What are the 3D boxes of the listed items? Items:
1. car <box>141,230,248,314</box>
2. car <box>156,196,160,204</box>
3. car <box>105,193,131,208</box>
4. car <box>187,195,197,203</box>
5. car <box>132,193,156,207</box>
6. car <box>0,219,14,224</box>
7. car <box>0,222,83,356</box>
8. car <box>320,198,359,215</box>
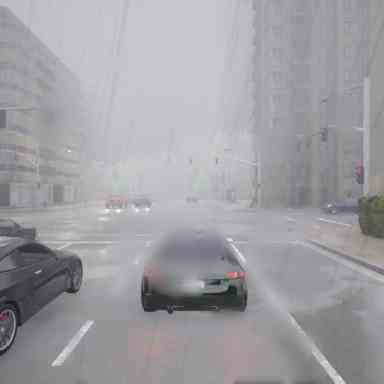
[{"bbox_3d":[0.046,1.564,7.692,1.994,1.385,4.181,0,0,0],"label":"car"},{"bbox_3d":[-7.207,1.492,63.064,2.128,1.511,4.902,0,0,0],"label":"car"},{"bbox_3d":[-10.715,1.221,47.544,2.150,2.045,5.566,0,0,0],"label":"car"},{"bbox_3d":[-0.071,1.352,69.733,2.097,1.767,4.553,0,0,0],"label":"car"},{"bbox_3d":[-7.222,1.221,50.677,2.150,2.045,5.566,0,0,0],"label":"car"},{"bbox_3d":[-7.127,1.601,11.088,1.895,1.301,4.718,0,0,0],"label":"car"},{"bbox_3d":[-3.462,1.526,5.888,1.812,1.442,4.674,0,0,0],"label":"car"},{"bbox_3d":[15.502,1.352,33.736,4.553,1.767,2.097,0,0,1],"label":"car"}]
